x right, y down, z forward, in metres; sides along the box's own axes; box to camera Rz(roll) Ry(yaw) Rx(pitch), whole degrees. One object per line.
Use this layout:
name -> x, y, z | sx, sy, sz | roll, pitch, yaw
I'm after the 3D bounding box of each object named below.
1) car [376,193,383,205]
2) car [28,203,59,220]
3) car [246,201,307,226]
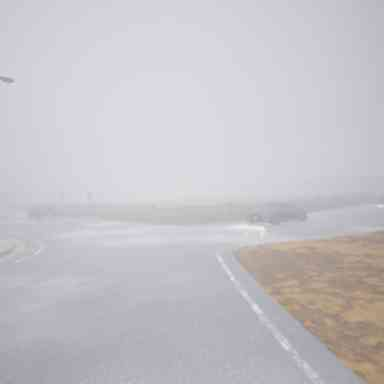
car -> 21.970, 0.581, 36.413 | 5.357, 1.411, 2.033 | -2, 0, -44
car -> -14.973, 1.921, 33.379 | 1.837, 1.490, 4.892 | -2, 0, -41
car -> 5.450, 1.303, 21.273 | 4.181, 1.385, 1.994 | -2, 1, -35
